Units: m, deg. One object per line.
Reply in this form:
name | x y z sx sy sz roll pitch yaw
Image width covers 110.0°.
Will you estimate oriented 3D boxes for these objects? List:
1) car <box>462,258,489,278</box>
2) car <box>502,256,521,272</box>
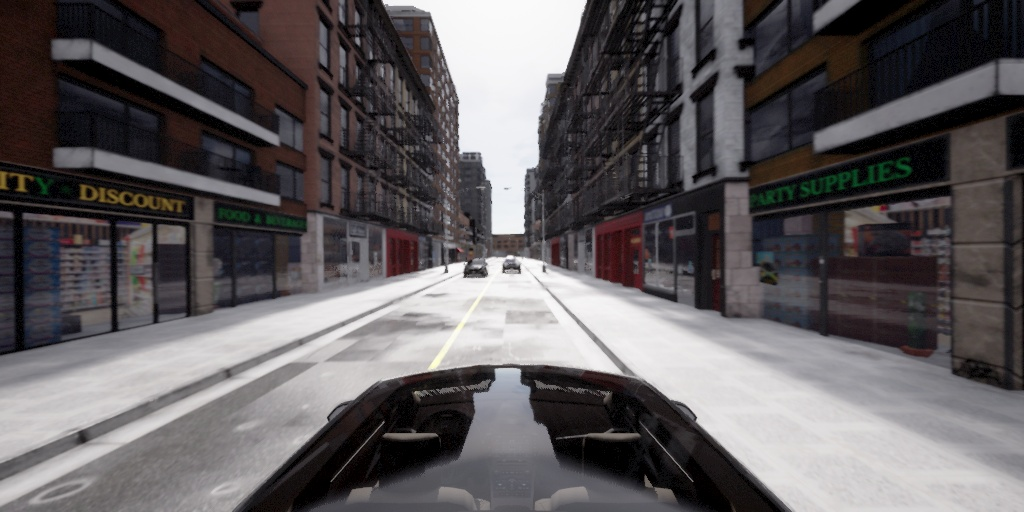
car | -2.963 0.949 30.033 1.837 1.490 4.892 0 1 0
car | -0.054 0.947 37.005 1.895 1.301 4.718 0 1 0
